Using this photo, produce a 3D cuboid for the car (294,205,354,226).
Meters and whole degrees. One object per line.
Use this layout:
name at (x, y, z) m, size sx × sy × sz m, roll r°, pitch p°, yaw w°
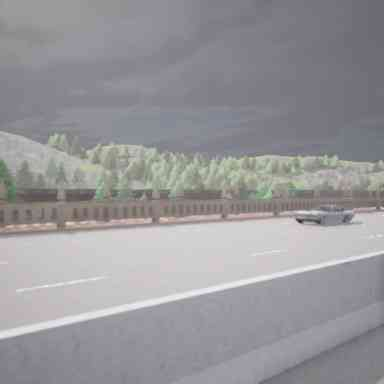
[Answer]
car at (9.294, 1.581, 23.344) m, size 4.718 × 1.301 × 1.895 m, roll 0°, pitch 0°, yaw -35°
